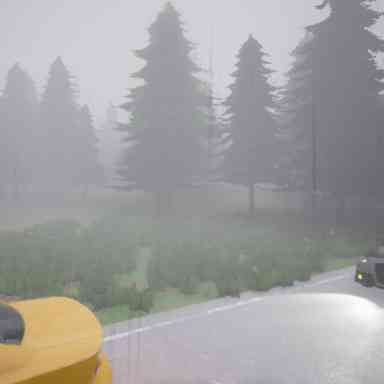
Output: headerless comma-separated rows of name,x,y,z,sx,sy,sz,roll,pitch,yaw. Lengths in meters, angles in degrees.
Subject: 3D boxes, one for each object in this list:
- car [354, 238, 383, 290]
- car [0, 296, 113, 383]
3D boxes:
car,5.771,1.581,7.983,4.181,1.385,1.994,0,0,-35
car,-2.981,1.475,1.862,5.008,1.535,1.882,0,0,-35
